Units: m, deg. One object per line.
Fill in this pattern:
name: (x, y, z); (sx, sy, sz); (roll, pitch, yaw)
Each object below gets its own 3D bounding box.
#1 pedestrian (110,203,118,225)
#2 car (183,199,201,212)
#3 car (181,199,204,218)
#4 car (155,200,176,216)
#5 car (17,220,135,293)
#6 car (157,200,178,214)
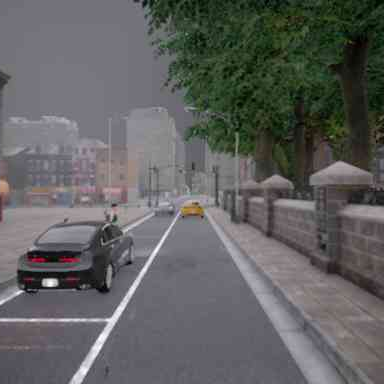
pedestrian: (-2.749, 1.300, 11.815); (0.375, 1.860, 0.375); (0, 0, 0)
car: (0.010, 1.568, 40.655); (2.033, 1.411, 5.357); (0, 0, 0)
car: (0.071, 1.493, 30.166); (1.882, 1.535, 5.008); (0, 0, 0)
car: (-2.633, 1.599, 32.569); (1.802, 1.307, 4.206); (0, 0, 0)
car: (-2.749, 1.510, 8.869); (1.837, 1.490, 4.892); (0, 0, 0)
car: (-2.632, 1.584, 36.232); (1.947, 1.339, 4.313); (0, 0, 0)
